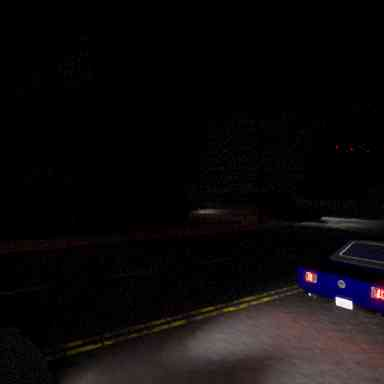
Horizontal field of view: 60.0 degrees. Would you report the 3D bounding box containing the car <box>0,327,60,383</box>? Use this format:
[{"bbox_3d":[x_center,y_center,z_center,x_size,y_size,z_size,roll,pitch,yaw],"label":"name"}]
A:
[{"bbox_3d":[-3.079,1.601,1.556,4.718,1.301,1.895,0,0,-35],"label":"car"}]

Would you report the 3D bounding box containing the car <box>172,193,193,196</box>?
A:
[{"bbox_3d":[-0.910,1.216,45.576,2.150,2.045,5.566,0,1,-35],"label":"car"}]

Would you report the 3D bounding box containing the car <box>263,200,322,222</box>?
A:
[{"bbox_3d":[8.025,1.478,26.700,1.882,1.535,5.008,0,0,-32],"label":"car"}]

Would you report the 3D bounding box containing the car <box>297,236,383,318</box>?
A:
[{"bbox_3d":[4.403,1.601,6.911,4.718,1.301,1.895,0,0,-35],"label":"car"}]

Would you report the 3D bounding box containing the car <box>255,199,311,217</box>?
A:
[{"bbox_3d":[8.690,1.491,32.187,2.128,1.511,4.902,0,0,-36],"label":"car"}]

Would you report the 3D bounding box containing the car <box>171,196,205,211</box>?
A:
[{"bbox_3d":[-0.764,1.548,39.352,2.033,1.411,5.357,0,0,-36],"label":"car"}]
